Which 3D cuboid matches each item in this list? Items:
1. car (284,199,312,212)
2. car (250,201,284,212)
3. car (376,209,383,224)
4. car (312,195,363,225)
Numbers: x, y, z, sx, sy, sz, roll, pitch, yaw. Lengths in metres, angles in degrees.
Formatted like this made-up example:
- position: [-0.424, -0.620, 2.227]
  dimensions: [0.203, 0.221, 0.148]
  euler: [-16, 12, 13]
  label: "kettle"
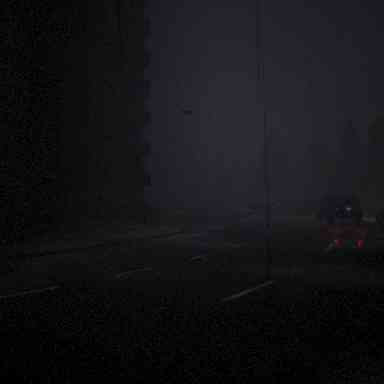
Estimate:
- position: [12.687, 1.656, 40.684]
  dimensions: [1.837, 1.490, 4.892]
  euler: [0, 0, -17]
  label: "car"
- position: [8.912, 1.738, 41.055]
  dimensions: [1.994, 1.385, 4.181]
  euler: [0, 0, -19]
  label: "car"
- position: [13.813, 1.538, 22.071]
  dimensions: [2.128, 1.511, 4.902]
  euler: [0, 0, 13]
  label: "car"
- position: [10.948, 1.291, 25.036]
  dimensions: [2.150, 2.045, 5.566]
  euler: [0, -1, 9]
  label: "car"
